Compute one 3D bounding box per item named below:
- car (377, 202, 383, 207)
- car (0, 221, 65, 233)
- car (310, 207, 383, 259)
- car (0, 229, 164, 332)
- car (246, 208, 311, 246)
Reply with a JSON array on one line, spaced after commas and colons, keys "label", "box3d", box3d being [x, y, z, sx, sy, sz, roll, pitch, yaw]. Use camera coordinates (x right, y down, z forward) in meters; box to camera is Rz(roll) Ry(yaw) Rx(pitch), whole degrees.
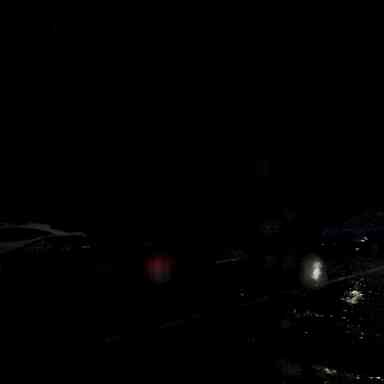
[{"label": "car", "box3d": [13.216, 1.418, 21.897, 4.553, 1.767, 2.097, 0, 0, -35]}, {"label": "car", "box3d": [-5.113, 1.535, 8.880, 4.674, 1.442, 1.812, 1, 0, -35]}, {"label": "car", "box3d": [7.154, 1.561, 13.272, 5.008, 1.535, 1.882, 0, 0, -35]}, {"label": "car", "box3d": [-2.634, 1.579, 6.347, 4.181, 1.385, 1.994, 1, 0, -35]}, {"label": "car", "box3d": [4.771, 1.560, 15.865, 5.008, 1.535, 1.882, 0, 0, -35]}]
